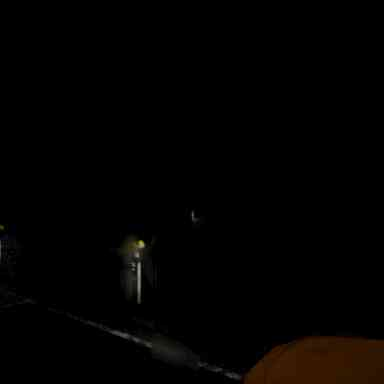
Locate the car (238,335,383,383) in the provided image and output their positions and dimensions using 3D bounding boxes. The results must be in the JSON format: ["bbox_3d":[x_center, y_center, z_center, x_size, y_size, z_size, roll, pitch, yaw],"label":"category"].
[{"bbox_3d":[2.622,1.460,1.494,5.366,1.575,1.801,-1,-1,37],"label":"car"}]
